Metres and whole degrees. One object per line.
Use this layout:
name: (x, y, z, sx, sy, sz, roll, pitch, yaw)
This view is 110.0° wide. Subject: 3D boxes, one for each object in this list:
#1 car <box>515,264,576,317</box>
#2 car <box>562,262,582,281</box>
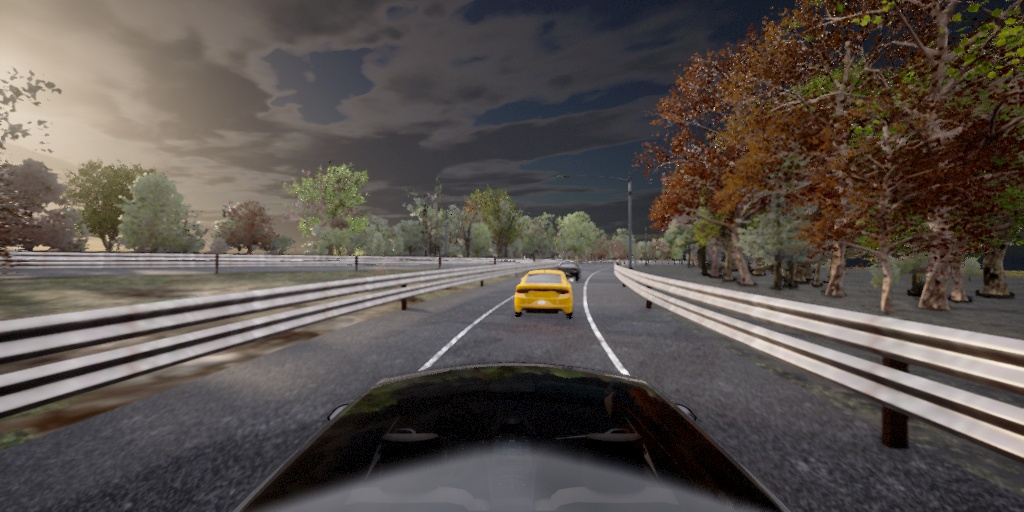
car: (1.284, 1.265, 13.428, 1.882, 1.535, 5.008, 0, 0, 9)
car: (5.118, 1.331, 31.981, 1.882, 1.535, 5.008, 0, 0, 14)
